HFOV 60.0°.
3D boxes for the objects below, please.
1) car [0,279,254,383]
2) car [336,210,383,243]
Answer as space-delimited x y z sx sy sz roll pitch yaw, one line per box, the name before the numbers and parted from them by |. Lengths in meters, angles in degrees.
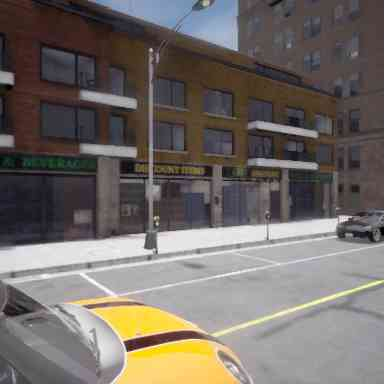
car | -1.657 1.351 2.098 4.553 1.767 2.097 0 0 -35
car | 8.836 1.566 16.200 4.313 1.339 1.947 0 0 -35
